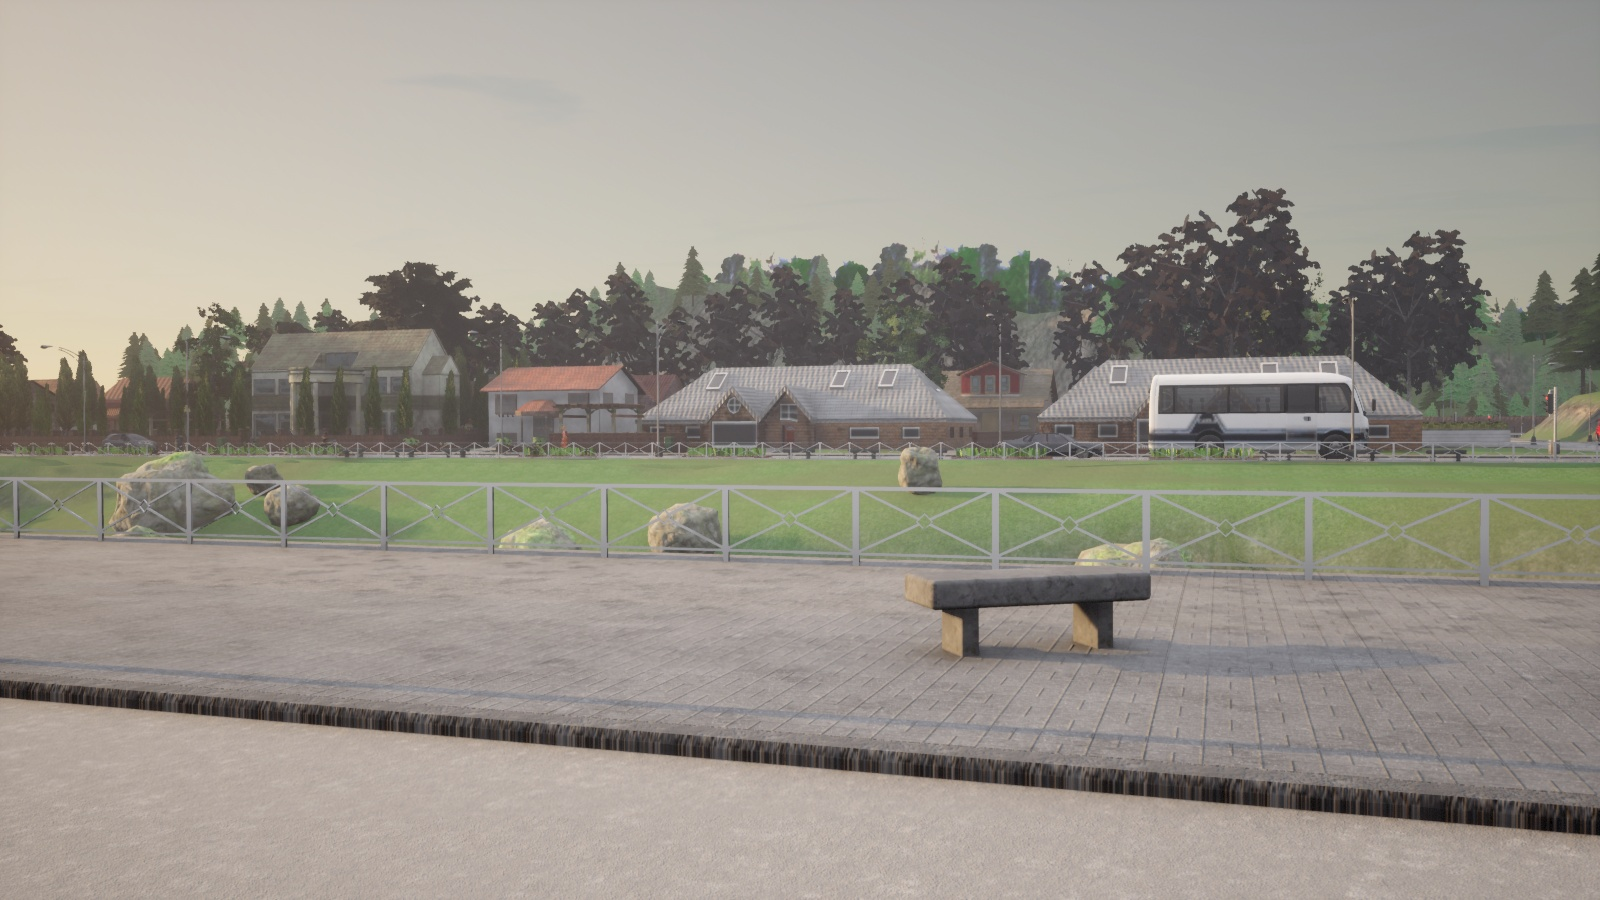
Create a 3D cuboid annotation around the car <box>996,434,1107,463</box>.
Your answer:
[{"bbox_3d":[12.919,-0.109,64.415,5.357,1.411,2.033,1,1,19],"label":"car"}]

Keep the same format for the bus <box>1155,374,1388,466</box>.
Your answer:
[{"bbox_3d":[22.714,-1.443,61.097,10.273,4.253,3.944,1,1,19],"label":"bus"}]

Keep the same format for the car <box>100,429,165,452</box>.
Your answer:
[{"bbox_3d":[-44.506,-0.667,83.741,3.633,1.501,1.845,1,1,19],"label":"car"}]
